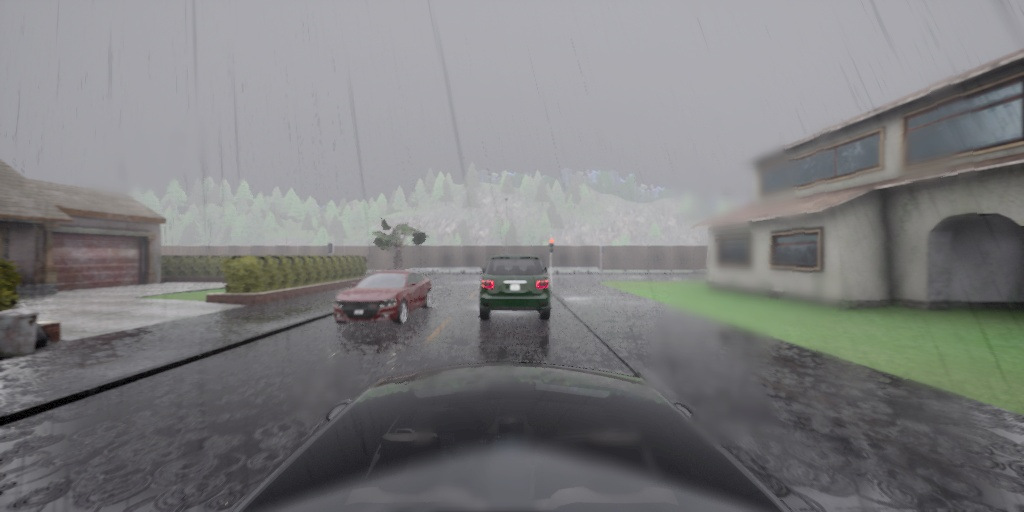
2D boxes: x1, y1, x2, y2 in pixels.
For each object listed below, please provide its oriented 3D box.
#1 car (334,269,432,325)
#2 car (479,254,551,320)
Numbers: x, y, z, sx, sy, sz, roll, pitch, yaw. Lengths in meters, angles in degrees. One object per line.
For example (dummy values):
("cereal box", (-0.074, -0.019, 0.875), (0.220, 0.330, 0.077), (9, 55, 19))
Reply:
("car", (-4.049, 1.219, 12.026), (1.882, 1.535, 5.008), (0, 0, 0))
("car", (0.092, 0.962, 12.632), (2.150, 2.045, 5.566), (0, 0, 0))
